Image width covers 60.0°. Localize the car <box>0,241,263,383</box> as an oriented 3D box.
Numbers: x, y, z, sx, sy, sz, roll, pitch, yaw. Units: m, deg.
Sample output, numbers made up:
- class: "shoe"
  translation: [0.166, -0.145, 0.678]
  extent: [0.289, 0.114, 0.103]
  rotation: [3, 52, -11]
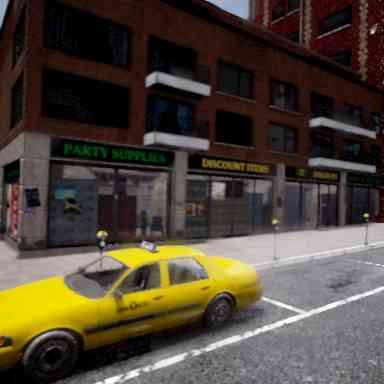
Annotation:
- class: "car"
  translation: [-0.941, 1.536, 5.407]
  extent: [4.829, 1.417, 1.752]
  rotation: [0, 1, -36]
